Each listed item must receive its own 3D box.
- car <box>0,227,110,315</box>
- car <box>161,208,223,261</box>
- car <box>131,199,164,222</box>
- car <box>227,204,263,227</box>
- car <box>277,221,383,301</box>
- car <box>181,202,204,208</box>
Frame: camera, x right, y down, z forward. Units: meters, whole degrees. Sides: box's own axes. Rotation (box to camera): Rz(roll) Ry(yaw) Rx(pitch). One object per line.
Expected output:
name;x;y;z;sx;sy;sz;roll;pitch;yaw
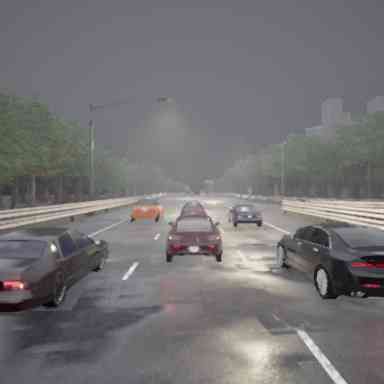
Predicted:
car;-3.456;1.547;7.844;2.033;1.411;5.357;0;0;0
car;0.077;1.525;12.147;1.812;1.442;4.674;0;0;0
car;-3.429;1.325;26.280;2.097;1.767;4.553;0;0;0
car;3.545;1.534;22.807;2.033;1.411;5.357;0;0;0
car;3.582;1.504;8.371;1.837;1.490;4.892;0;0;-2
car;0.077;1.534;27.056;1.994;1.385;4.181;0;0;0
